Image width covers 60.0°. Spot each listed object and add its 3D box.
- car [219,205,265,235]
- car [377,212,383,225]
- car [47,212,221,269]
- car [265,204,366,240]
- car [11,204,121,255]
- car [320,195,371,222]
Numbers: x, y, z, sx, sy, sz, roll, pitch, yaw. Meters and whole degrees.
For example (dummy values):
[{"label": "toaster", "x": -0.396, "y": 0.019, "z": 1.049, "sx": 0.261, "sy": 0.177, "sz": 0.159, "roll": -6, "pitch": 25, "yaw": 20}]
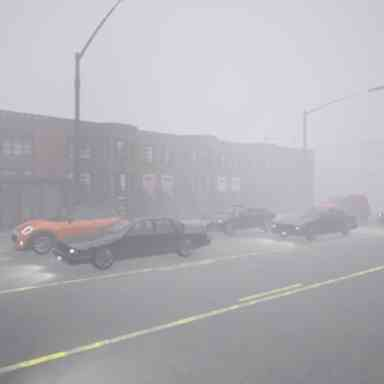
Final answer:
[{"label": "car", "x": 2.700, "y": 1.499, "z": 18.809, "sx": 4.902, "sy": 1.511, "sz": 2.128, "roll": 0, "pitch": 0, "yaw": -35}, {"label": "car", "x": 14.867, "y": 1.616, "z": 23.132, "sx": 4.718, "sy": 1.301, "sz": 1.895, "roll": 0, "pitch": 0, "yaw": -35}, {"label": "car", "x": -1.779, "y": 1.550, "z": 11.366, "sx": 5.357, "sy": 1.411, "sz": 2.033, "roll": 0, "pitch": 0, "yaw": -38}, {"label": "car", "x": 6.498, "y": 1.556, "z": 17.221, "sx": 5.357, "sy": 1.411, "sz": 2.033, "roll": 0, "pitch": 0, "yaw": -36}, {"label": "car", "x": -4.755, "y": 1.354, "z": 13.513, "sx": 4.553, "sy": 1.767, "sz": 2.097, "roll": 0, "pitch": 0, "yaw": -35}, {"label": "car", "x": 11.054, "y": 1.235, "z": 24.723, "sx": 5.566, "sy": 2.045, "sz": 2.150, "roll": 0, "pitch": 0, "yaw": -35}]
